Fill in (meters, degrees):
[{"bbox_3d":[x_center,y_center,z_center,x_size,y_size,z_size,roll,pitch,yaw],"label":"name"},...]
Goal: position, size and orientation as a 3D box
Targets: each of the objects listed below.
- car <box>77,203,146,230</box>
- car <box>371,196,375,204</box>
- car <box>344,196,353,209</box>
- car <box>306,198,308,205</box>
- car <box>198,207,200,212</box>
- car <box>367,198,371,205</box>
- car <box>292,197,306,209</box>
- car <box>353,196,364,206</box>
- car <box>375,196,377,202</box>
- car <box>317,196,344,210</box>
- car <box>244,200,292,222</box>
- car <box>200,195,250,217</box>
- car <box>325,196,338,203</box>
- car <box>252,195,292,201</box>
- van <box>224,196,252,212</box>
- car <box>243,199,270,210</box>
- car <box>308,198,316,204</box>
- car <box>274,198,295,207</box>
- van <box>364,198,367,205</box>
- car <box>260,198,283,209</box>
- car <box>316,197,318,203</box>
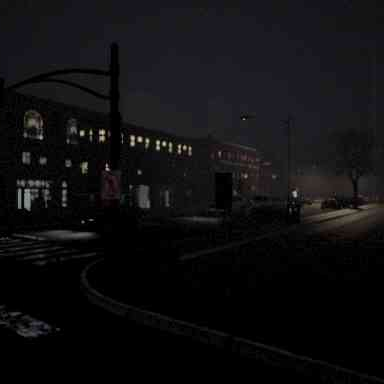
[{"bbox_3d":[-5.003,1.516,21.342,1.837,1.490,4.892,0,0,34],"label":"car"},{"bbox_3d":[38.114,1.906,72.589,1.752,1.417,4.829,0,0,35],"label":"car"},{"bbox_3d":[22.129,1.540,49.846,2.192,1.841,5.009,0,0,35],"label":"car"},{"bbox_3d":[18.449,1.772,59.184,2.008,1.369,4.403,0,0,35],"label":"car"},{"bbox_3d":[2.465,1.602,36.439,1.752,1.417,4.829,0,0,35],"label":"car"},{"bbox_3d":[34.838,1.929,67.928,1.802,1.307,4.206,0,0,35],"label":"car"},{"bbox_3d":[14.716,1.526,49.194,2.097,1.767,4.553,0,0,35],"label":"car"},{"bbox_3d":[28.484,1.600,58.889,2.192,1.841,5.009,0,0,35],"label":"car"},{"bbox_3d":[41.192,1.994,76.971,1.802,1.307,4.206,0,0,35],"label":"car"},{"bbox_3d":[18.951,1.635,45.324,1.967,1.590,4.097,0,0,35],"label":"car"},{"bbox_3d":[6.285,1.629,27.211,1.887,1.381,4.507,0,0,35],"label":"car"},{"bbox_3d":[3.476,1.298,33.363,2.150,2.045,5.566,0,0,35],"label":"car"},{"bbox_3d":[34.336,1.819,81.789,1.967,1.590,4.097,0,0,35],"label":"car"},{"bbox_3d":[7.983,1.327,34.215,2.150,2.045,5.566,0,0,35],"label":"car"},{"bbox_3d":[5.740,1.445,41.100,1.690,1.788,3.998,0,0,35],"label":"van"},{"bbox_3d":[8.917,1.683,45.621,2.008,1.369,4.403,0,0,35],"label":"car"},{"bbox_3d":[21.627,1.803,63.706,2.008,1.369,4.403,0,0,35],"label":"car"},{"bbox_3d":[15.272,1.742,54.663,2.008,1.369,4.403,0,0,35],"label":"car"},{"bbox_3d":[31.661,1.657,63.409,1.690,1.788,3.998,0,0,35],"label":"van"},{"bbox_3d":[11.997,1.686,50.003,1.752,1.417,4.829,0,0,35],"label":"car"},{"bbox_3d":[27.981,1.754,72.747,1.967,1.590,4.097,0,0,35],"label":"car"}]
